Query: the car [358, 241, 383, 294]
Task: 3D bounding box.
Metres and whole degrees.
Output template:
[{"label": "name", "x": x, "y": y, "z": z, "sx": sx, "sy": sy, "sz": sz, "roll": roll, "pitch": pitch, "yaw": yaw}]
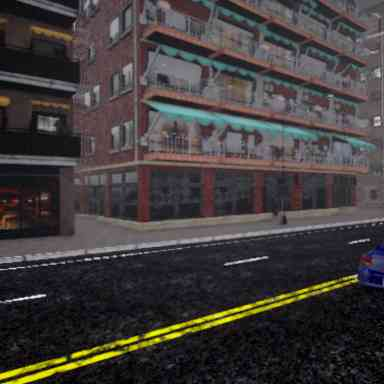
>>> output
[{"label": "car", "x": 5.525, "y": 1.528, "z": 7.484, "sx": 4.674, "sy": 1.442, "sz": 1.812, "roll": 0, "pitch": 0, "yaw": -36}]
